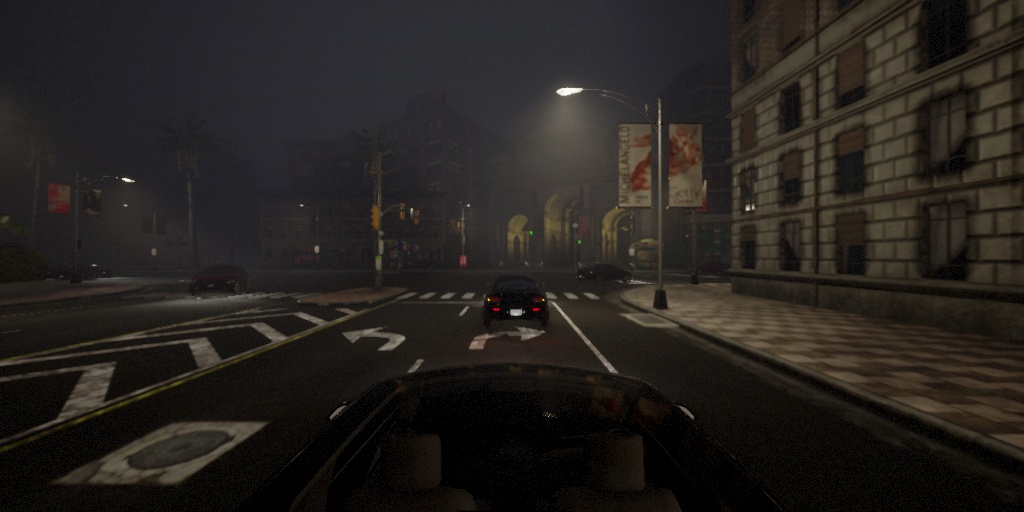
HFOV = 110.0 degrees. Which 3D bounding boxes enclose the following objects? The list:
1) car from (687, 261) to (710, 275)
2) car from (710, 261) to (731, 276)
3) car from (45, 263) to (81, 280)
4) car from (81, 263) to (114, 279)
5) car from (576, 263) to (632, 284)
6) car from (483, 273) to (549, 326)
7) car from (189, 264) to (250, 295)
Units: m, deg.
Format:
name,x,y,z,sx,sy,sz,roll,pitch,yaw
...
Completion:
name,x,y,z,sx,sy,sz,roll,pitch,yaw
car,21.444,1.275,38.833,4.674,1.442,1.812,0,0,1
car,22.993,1.297,35.335,5.357,1.411,2.033,0,0,1
car,-38.276,1.347,28.750,4.718,1.301,1.895,0,0,1
car,-38.637,1.309,32.255,4.181,1.385,1.994,0,0,1
car,6.856,1.275,26.795,4.674,1.442,1.812,0,-1,-32
car,0.117,1.275,11.484,1.812,1.442,4.674,0,0,0
car,-16.153,1.225,20.074,1.882,1.535,5.008,1,-1,-28
